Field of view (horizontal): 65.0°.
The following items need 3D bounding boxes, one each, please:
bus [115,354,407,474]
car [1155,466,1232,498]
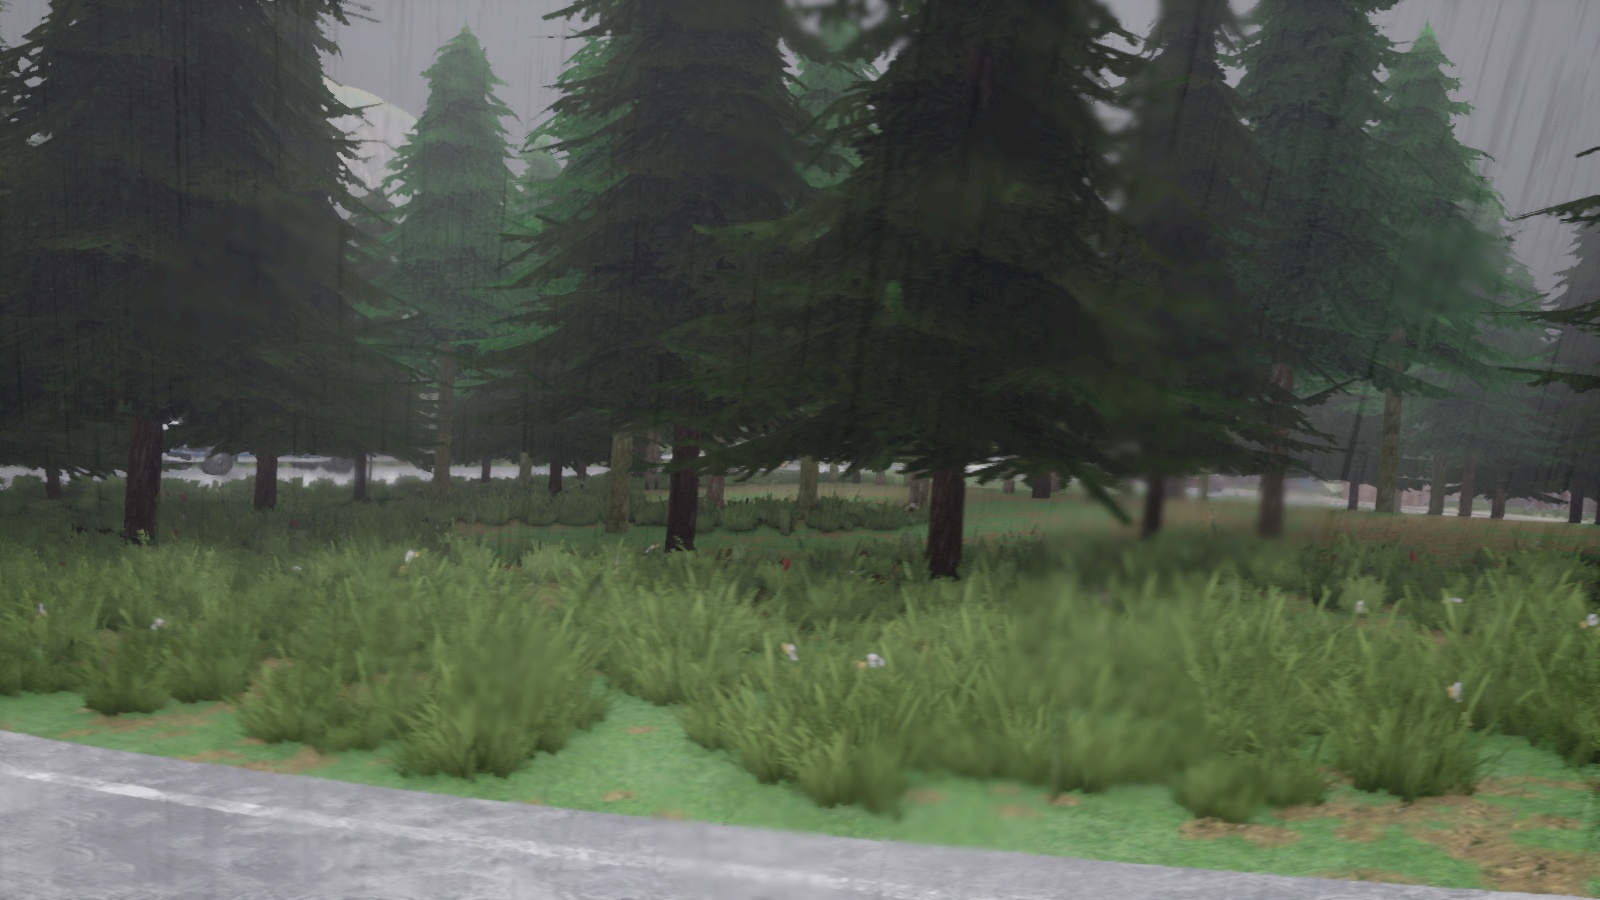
[{"bbox_3d":[-21.697,-1.352,51.360,3.944,4.253,10.273,6,2,34],"label":"bus"},{"bbox_3d":[27.297,2.193,87.125,4.553,1.767,2.097,6,2,34],"label":"car"}]
